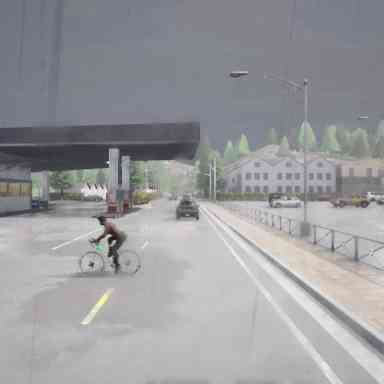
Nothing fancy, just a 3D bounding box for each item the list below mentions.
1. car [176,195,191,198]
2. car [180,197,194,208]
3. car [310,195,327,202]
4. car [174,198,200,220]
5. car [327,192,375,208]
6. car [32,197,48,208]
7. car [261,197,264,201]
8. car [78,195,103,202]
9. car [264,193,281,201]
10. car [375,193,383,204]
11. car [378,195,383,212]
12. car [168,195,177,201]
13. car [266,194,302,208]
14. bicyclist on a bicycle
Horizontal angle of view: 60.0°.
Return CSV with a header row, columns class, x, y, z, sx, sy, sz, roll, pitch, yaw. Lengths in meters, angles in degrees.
class,x,y,z,sx,sy,sz,roll,pitch,yaw
car,-0.555,1.477,37.894,1.882,1.535,5.008,0,0,-1
car,-0.736,1.504,47.871,1.837,1.490,4.892,0,0,-1
car,26.998,1.286,68.902,5.008,1.535,1.882,0,0,-1
car,-0.373,1.505,27.733,1.837,1.490,4.892,0,0,-1
car,20.423,1.097,42.867,4.605,1.855,1.932,0,0,-2
car,-21.525,1.480,45.701,2.242,1.667,4.611,0,0,-2
car,16.758,1.333,68.686,4.902,1.511,2.128,0,0,-1
car,-20.654,1.333,67.896,4.902,1.511,2.128,0,0,-1
car,12.479,1.077,45.965,3.866,1.878,1.905,0,0,-2
car,30.266,1.298,50.045,4.514,1.523,2.007,0,0,-2
car,20.009,1.298,30.397,4.514,1.523,2.007,0,0,-2
car,-5.013,1.552,85.832,1.994,1.385,4.181,0,0,-1
car,11.947,1.361,42.627,3.806,1.475,1.970,0,0,-2
bicyclist on a bicycle,-2.217,1.454,8.925,1.656,1.620,0.582,-2,0,-1
